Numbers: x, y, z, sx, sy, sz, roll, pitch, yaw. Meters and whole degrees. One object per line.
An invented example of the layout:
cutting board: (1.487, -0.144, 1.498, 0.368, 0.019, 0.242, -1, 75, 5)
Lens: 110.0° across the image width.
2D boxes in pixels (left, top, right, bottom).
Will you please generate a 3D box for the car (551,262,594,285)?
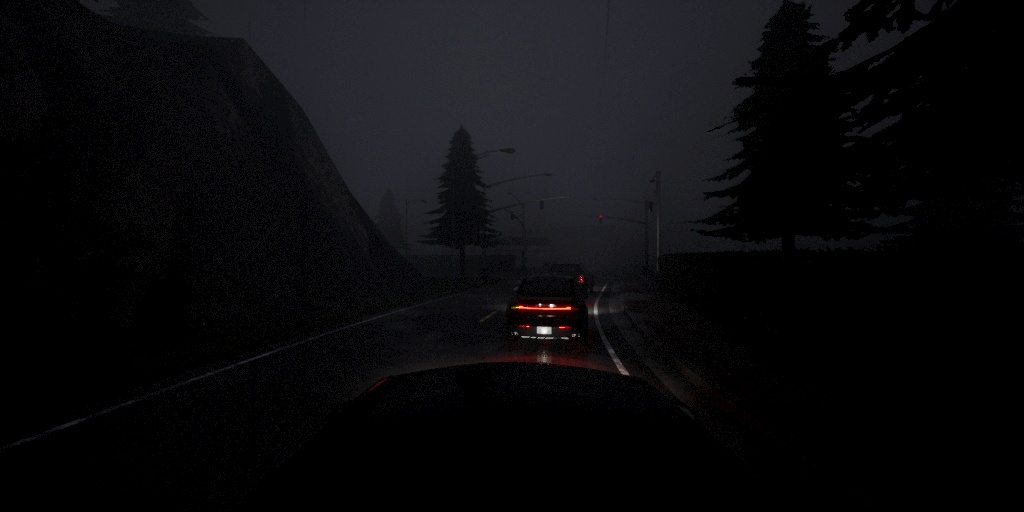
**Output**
car: (3.022, 1.102, 18.558, 2.097, 1.767, 4.553, 0, 0, 17)

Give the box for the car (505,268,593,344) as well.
car: (1.020, 1.255, 9.637, 1.837, 1.490, 4.892, 0, 0, 9)
